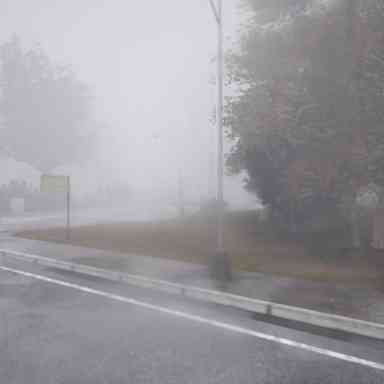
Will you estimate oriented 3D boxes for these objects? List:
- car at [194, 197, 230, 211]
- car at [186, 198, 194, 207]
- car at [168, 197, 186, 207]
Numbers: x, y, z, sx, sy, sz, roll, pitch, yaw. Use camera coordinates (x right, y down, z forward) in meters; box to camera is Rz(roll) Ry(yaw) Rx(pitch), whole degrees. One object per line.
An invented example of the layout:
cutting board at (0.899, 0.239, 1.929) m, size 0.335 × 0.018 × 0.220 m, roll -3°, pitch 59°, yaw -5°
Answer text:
car at (2.920, 1.554, 41.815) m, size 2.128 × 1.511 × 4.902 m, roll 0°, pitch 0°, yaw 38°
car at (1.655, 1.566, 51.901) m, size 1.837 × 1.490 × 4.892 m, roll 0°, pitch 0°, yaw 37°
car at (-1.799, 1.608, 53.129) m, size 1.812 × 1.442 × 4.674 m, roll 0°, pitch 0°, yaw 37°
